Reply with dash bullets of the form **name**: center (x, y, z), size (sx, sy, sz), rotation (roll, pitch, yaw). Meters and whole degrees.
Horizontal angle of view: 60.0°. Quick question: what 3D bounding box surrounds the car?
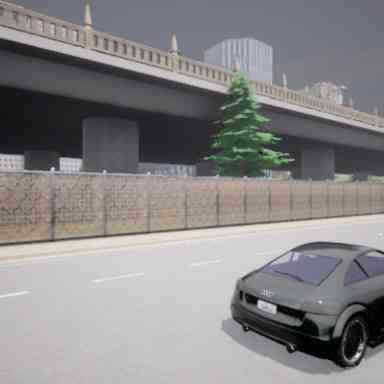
- **car**: center (2.679, 1.579, 5.834), size (4.181, 1.385, 1.994), rotation (0, 0, -36)
